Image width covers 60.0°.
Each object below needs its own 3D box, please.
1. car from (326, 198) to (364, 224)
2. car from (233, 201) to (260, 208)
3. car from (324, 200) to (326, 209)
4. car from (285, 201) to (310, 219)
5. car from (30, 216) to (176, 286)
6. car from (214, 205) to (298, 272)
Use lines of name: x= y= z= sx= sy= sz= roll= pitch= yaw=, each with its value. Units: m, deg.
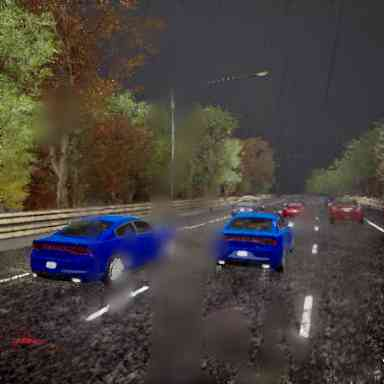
car: x=11.154 y=1.262 z=24.309 sx=2.097 sy=1.767 sz=4.553 roll=0 pitch=0 yaw=21
car: x=4.633 y=1.406 z=26.901 sx=2.033 sy=1.411 sz=5.357 roll=0 pitch=0 yaw=22
car: x=17.192 y=1.405 z=40.450 sx=1.812 sy=1.442 sz=4.674 roll=0 pitch=0 yaw=20
car: x=8.681 y=1.443 z=27.627 sx=1.994 sy=1.385 sz=4.181 roll=0 pitch=0 yaw=21
car: x=-2.105 y=1.405 z=9.433 sx=1.882 sy=1.535 sz=5.008 roll=0 pitch=0 yaw=22
car: x=2.204 y=1.419 z=10.825 sx=1.882 sy=1.535 sz=5.008 roll=0 pitch=0 yaw=21
